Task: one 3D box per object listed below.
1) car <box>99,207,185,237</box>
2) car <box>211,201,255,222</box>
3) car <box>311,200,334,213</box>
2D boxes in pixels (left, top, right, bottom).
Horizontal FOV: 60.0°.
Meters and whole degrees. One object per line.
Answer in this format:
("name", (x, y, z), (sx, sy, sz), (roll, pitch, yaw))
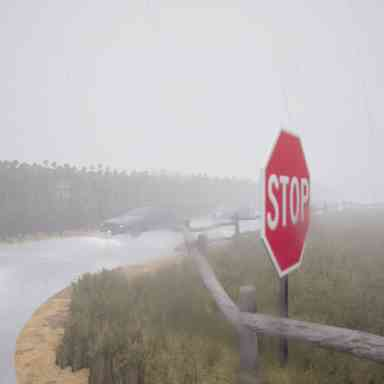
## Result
("car", (-2.490, 1.547, 18.379), (2.033, 1.411, 5.357), (0, 0, 35))
("car", (3.349, 1.491, 26.594), (2.128, 1.511, 4.902), (0, 0, 35))
("car", (13.909, 1.547, 35.801), (2.033, 1.411, 5.357), (0, 0, 34))
